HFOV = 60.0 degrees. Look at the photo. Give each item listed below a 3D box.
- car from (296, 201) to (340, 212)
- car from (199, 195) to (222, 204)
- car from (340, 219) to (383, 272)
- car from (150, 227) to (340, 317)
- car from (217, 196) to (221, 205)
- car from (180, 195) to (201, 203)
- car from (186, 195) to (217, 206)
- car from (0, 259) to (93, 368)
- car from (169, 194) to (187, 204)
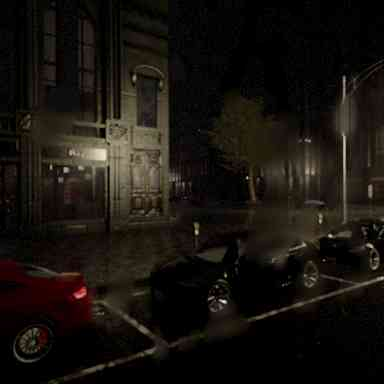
[{"bbox_3d":[14.706,1.653,38.962,1.895,1.301,4.718,0,0,-36],"label":"car"},{"bbox_3d":[3.597,1.451,65.753,2.097,1.767,4.553,0,0,-35],"label":"car"},{"bbox_3d":[5.740,1.560,10.772,4.313,1.339,1.947,0,0,-36],"label":"car"},{"bbox_3d":[1.159,1.563,7.488,4.313,1.339,1.947,0,0,-36],"label":"car"},{"bbox_3d":[3.129,1.596,60.850,2.128,1.511,4.902,0,0,-35],"label":"car"},{"bbox_3d":[-0.415,1.447,71.241,1.882,1.535,5.008,0,0,-36],"label":"car"},{"bbox_3d":[1.541,1.594,57.310,1.882,1.535,5.008,0,0,-35],"label":"car"},{"bbox_3d":[-3.421,1.582,4.203,4.206,1.307,1.802,0,0,-36],"label":"car"},{"bbox_3d":[-2.827,1.357,69.028,2.150,2.045,5.566,0,0,-36],"label":"car"}]
